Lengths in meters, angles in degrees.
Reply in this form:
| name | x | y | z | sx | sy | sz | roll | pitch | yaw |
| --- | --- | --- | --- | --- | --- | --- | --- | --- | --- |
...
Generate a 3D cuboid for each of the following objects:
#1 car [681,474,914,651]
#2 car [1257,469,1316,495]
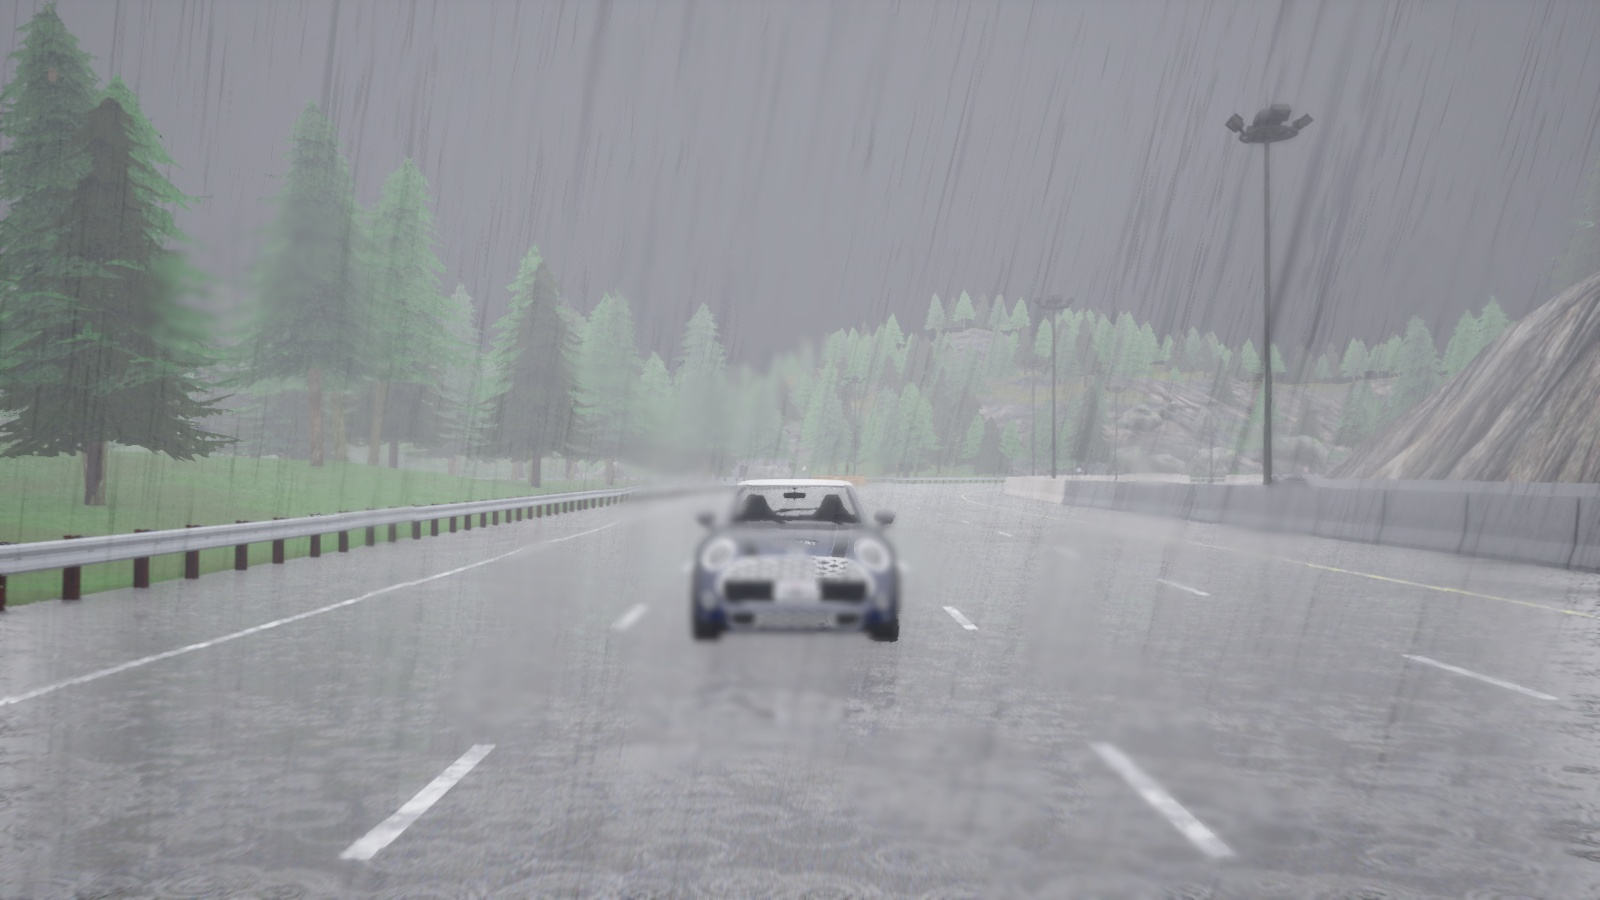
| name | x | y | z | sx | sy | sz | roll | pitch | yaw |
| --- | --- | --- | --- | --- | --- | --- | --- | --- | --- |
| car | -0.029 | 0.990 | 12.556 | 1.970 | 1.475 | 3.806 | 0 | -1 | 0 |
| car | 29.216 | 1.919 | 75.576 | 2.128 | 1.511 | 4.902 | 0 | -1 | 7 |
